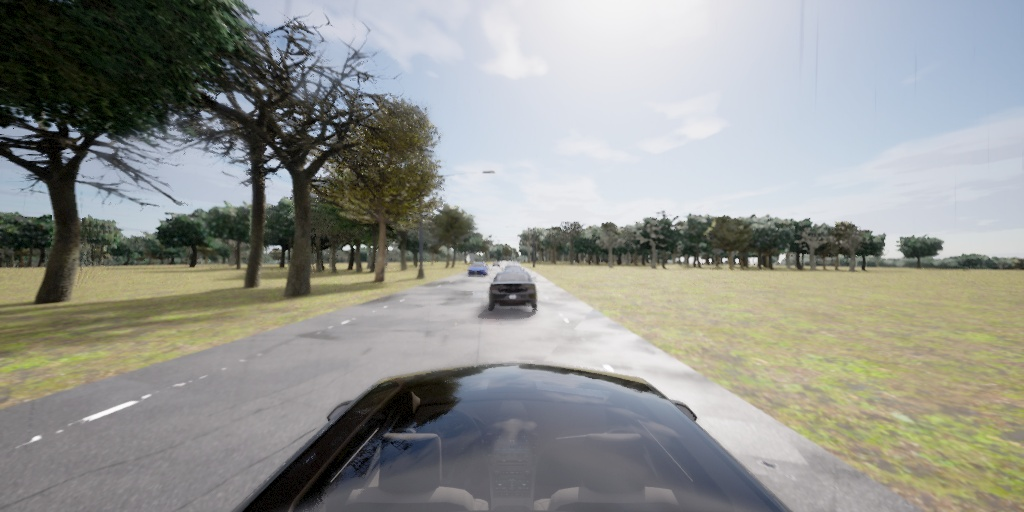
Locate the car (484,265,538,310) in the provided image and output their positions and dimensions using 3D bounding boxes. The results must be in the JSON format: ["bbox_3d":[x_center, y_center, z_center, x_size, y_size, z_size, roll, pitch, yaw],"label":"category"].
[{"bbox_3d":[0.056,1.337,15.385,1.882,1.535,5.008,0,0,1],"label":"car"}]

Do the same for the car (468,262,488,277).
[{"bbox_3d":[-3.634,1.458,39.060,1.882,1.535,5.008,0,0,1],"label":"car"}]
